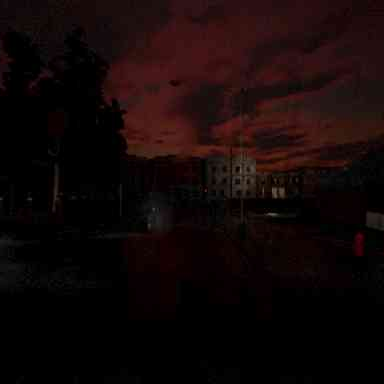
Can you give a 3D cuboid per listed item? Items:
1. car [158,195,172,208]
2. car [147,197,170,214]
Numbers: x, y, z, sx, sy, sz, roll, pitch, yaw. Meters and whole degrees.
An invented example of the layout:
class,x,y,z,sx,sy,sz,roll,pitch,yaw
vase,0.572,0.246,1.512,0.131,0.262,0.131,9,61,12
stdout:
class,x,y,z,sx,sy,sz,roll,pitch,yaw
car,-4.178,1.477,49.796,2.150,2.045,5.566,0,0,1
car,-4.186,1.693,39.206,2.128,1.511,4.902,0,0,0
